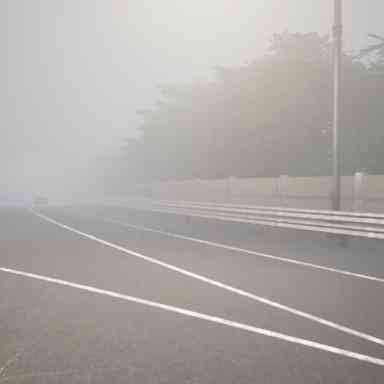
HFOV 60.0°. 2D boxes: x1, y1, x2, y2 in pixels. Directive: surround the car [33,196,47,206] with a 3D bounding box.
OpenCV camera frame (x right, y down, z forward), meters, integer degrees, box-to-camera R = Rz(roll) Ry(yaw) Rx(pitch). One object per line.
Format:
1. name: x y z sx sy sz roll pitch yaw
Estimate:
1. car: -24.064 1.363 52.743 1.882 1.535 5.008 0 -2 -25
